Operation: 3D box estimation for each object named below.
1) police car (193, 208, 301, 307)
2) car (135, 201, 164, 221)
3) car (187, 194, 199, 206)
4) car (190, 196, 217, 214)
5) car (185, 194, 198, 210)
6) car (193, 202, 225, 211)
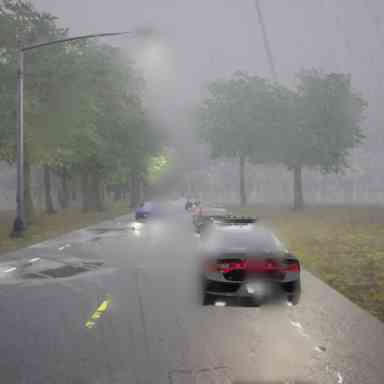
[{"bbox_3d":[1.073,1.423,8.168,1.930,1.638,5.238,0,0,0],"label":"police car"},{"bbox_3d":[-3.422,1.491,27.307,1.882,1.535,5.008,0,0,0],"label":"car"},{"bbox_3d":[0.171,1.462,59.505,2.150,2.045,5.566,0,-1,0],"label":"car"},{"bbox_3d":[1.118,1.356,24.032,2.097,1.767,4.553,0,0,0],"label":"car"},{"bbox_3d":[0.176,1.471,45.518,2.097,1.767,4.553,0,0,1],"label":"car"},{"bbox_3d":[1.101,1.503,18.059,1.837,1.490,4.892,0,0,0],"label":"car"}]
